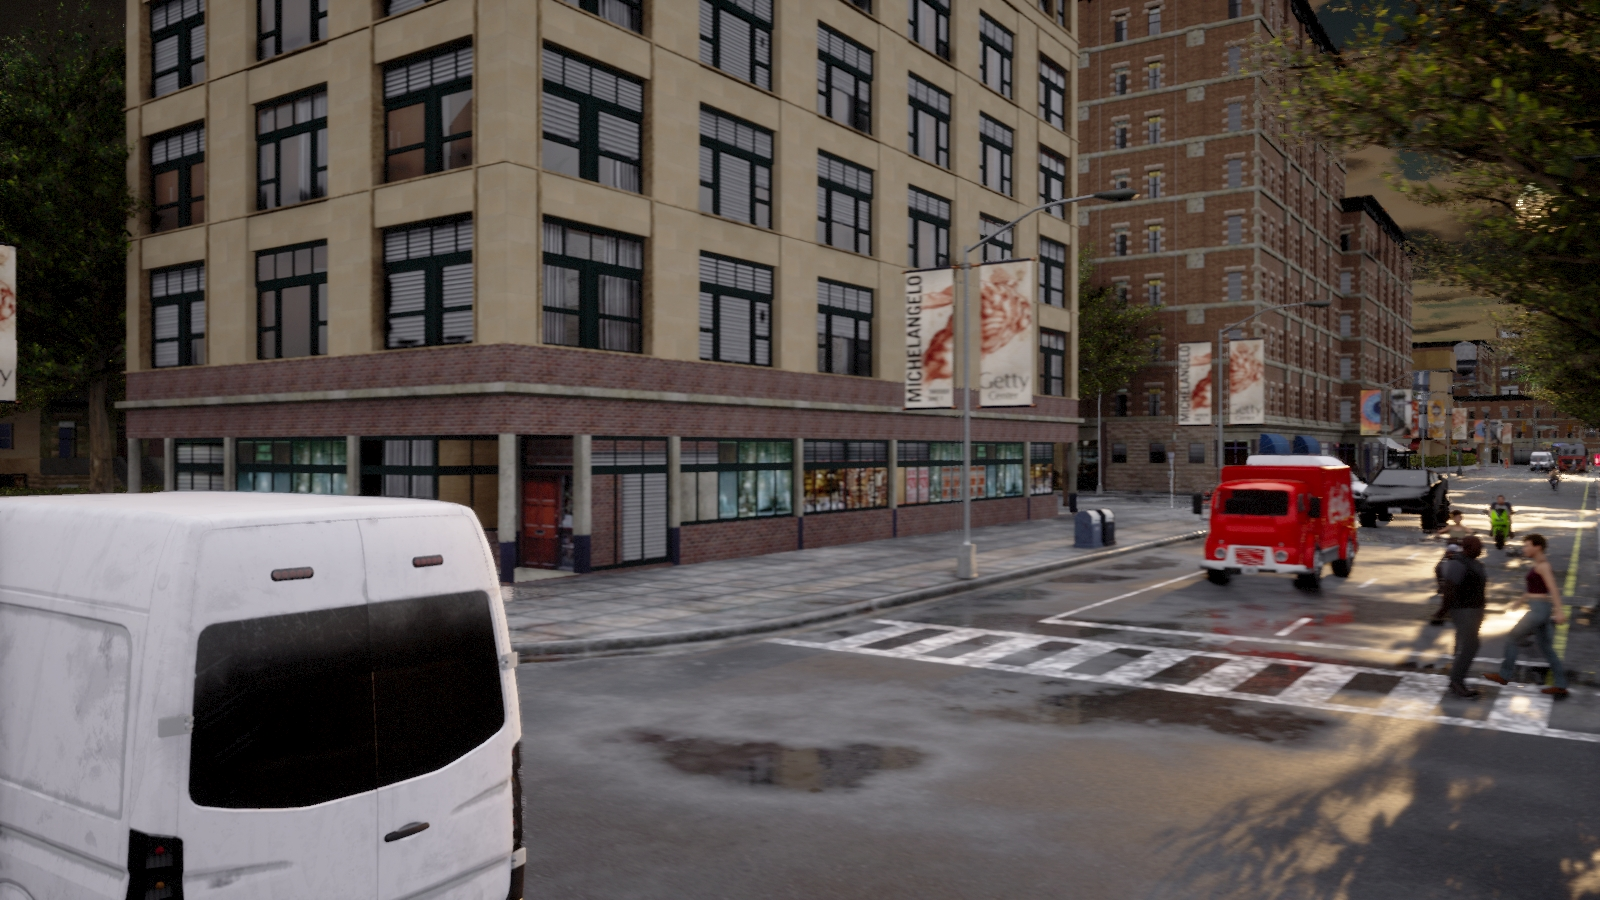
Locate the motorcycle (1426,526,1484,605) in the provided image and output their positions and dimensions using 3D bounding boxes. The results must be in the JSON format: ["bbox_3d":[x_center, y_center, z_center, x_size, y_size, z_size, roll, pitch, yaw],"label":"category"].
[{"bbox_3d":[12.547,2.170,21.858,0.764,1.277,2.356,0,0,35],"label":"motorcycle"}]

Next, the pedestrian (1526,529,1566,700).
[{"bbox_3d":[8.476,1.849,12.984,0.375,1.860,0.375,0,0,34],"label":"pedestrian"}]

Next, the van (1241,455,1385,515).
[{"bbox_3d":[23.587,1.536,52.828,1.988,2.561,5.915,0,0,-34],"label":"van"}]

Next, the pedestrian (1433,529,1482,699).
[{"bbox_3d":[7.494,1.849,13.021,0.375,1.860,0.375,0,0,-41],"label":"pedestrian"}]

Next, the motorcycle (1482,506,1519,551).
[{"bbox_3d":[19.965,2.213,32.542,0.803,1.145,2.033,0,0,35],"label":"motorcycle"}]

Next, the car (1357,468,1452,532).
[{"bbox_3d":[22.383,1.754,42.161,2.390,2.098,6.274,0,0,35],"label":"car"}]

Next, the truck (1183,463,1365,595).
[{"bbox_3d":[10.492,1.565,25.029,2.627,2.467,5.204,0,0,35],"label":"truck"}]

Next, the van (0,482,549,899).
[{"bbox_3d":[-4.291,1.535,6.802,5.915,2.561,1.988,0,0,35],"label":"van"}]
